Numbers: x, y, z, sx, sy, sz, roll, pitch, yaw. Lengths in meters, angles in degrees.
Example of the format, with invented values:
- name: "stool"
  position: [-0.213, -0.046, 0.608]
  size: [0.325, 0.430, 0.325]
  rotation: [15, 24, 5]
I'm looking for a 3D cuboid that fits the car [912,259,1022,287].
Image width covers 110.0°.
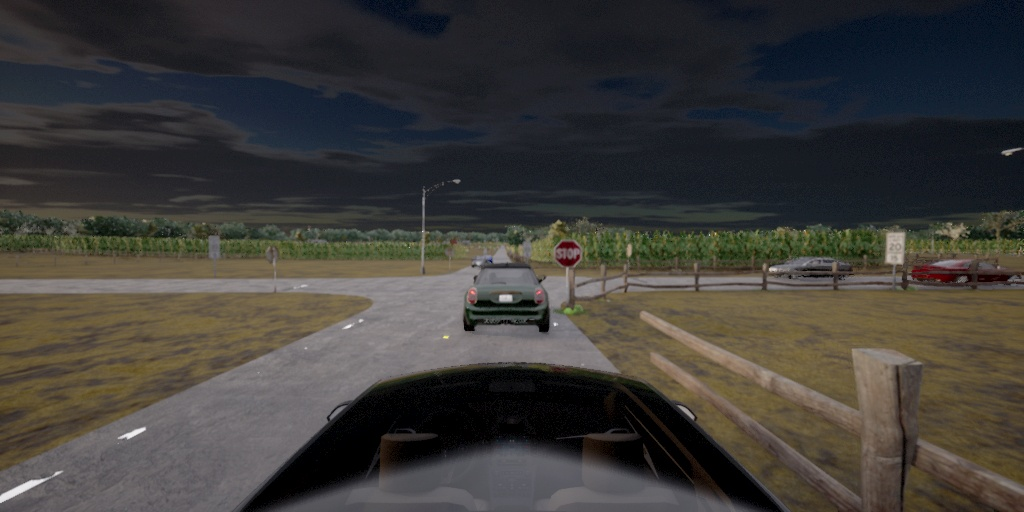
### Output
- name: "car"
  position: [26.632, 0.920, 21.040]
  size: [5.008, 1.535, 1.882]
  rotation: [0, 3, -1]

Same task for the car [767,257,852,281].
- name: "car"
  position: [19.644, 0.810, 23.799]
  size: [4.902, 1.511, 2.128]
  rotation: [0, 3, -1]

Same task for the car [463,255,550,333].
- name: "car"
  position: [-0.077, 0.955, 10.372]
  size: [2.097, 1.767, 4.553]
  rotation: [0, 1, 2]

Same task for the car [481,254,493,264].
- name: "car"
  position: [-4.229, 0.493, 61.239]
  size: [1.882, 1.535, 5.008]
  rotation: [0, 0, -1]
